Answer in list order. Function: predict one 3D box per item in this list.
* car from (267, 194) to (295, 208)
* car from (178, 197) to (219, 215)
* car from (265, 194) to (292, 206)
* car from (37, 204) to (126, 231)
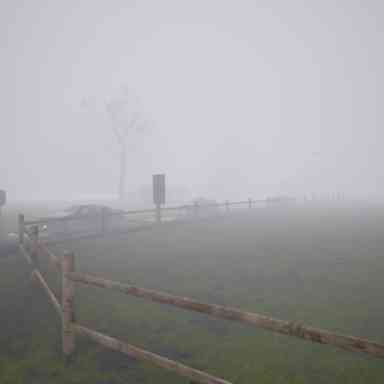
[{"bbox_3d":[11.099,1.058,40.108,2.128,1.511,4.902,-2,0,35],"label":"car"},{"bbox_3d":[0.665,1.259,30.261,2.128,1.511,4.902,-2,0,35],"label":"car"},{"bbox_3d":[12.238,1.051,46.798,1.882,1.535,5.008,-2,0,35],"label":"car"},{"bbox_3d":[-6.411,1.440,20.032,2.033,1.411,5.357,-2,0,34],"label":"car"}]
